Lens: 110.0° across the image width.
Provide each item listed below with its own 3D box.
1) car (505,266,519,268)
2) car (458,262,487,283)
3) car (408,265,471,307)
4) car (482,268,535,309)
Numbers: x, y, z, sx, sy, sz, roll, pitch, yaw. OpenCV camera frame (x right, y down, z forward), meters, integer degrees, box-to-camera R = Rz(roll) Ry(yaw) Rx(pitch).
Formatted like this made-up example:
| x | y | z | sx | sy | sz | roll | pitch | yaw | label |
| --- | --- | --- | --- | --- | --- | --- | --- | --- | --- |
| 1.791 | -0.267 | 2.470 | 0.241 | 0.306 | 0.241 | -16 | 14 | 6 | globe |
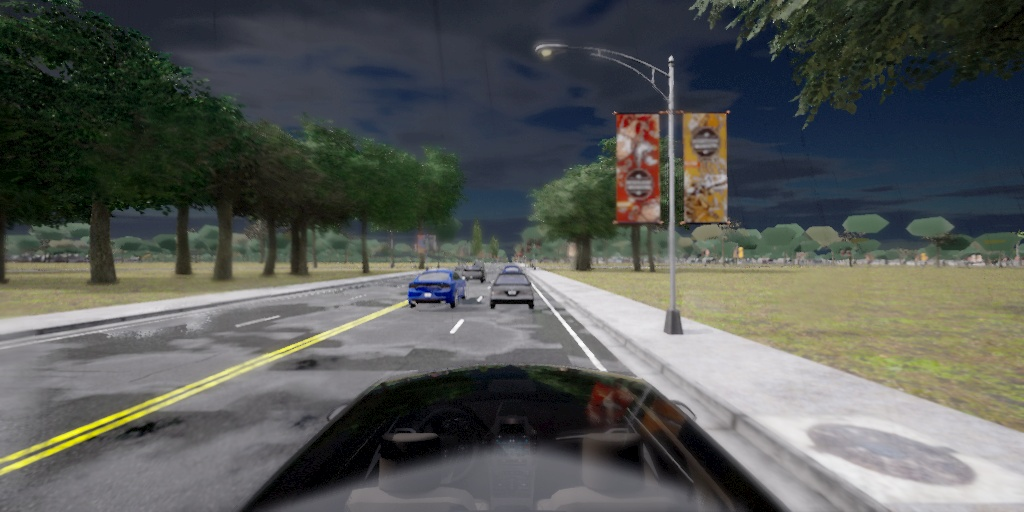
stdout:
| x | y | z | sx | sy | sz | roll | pitch | yaw | label |
| --- | --- | --- | --- | --- | --- | --- | --- | --- | --- |
| 0.010 | 1.574 | 31.252 | 1.812 | 1.442 | 4.674 | 0 | 0 | 0 | car |
| -3.241 | 1.539 | 31.149 | 2.128 | 1.511 | 4.902 | 0 | -1 | 0 | car |
| -3.241 | 1.371 | 16.324 | 1.882 | 1.535 | 5.008 | 0 | 0 | 0 | car |
| 0.003 | 1.436 | 15.848 | 2.033 | 1.411 | 5.357 | 0 | -1 | 0 | car |
